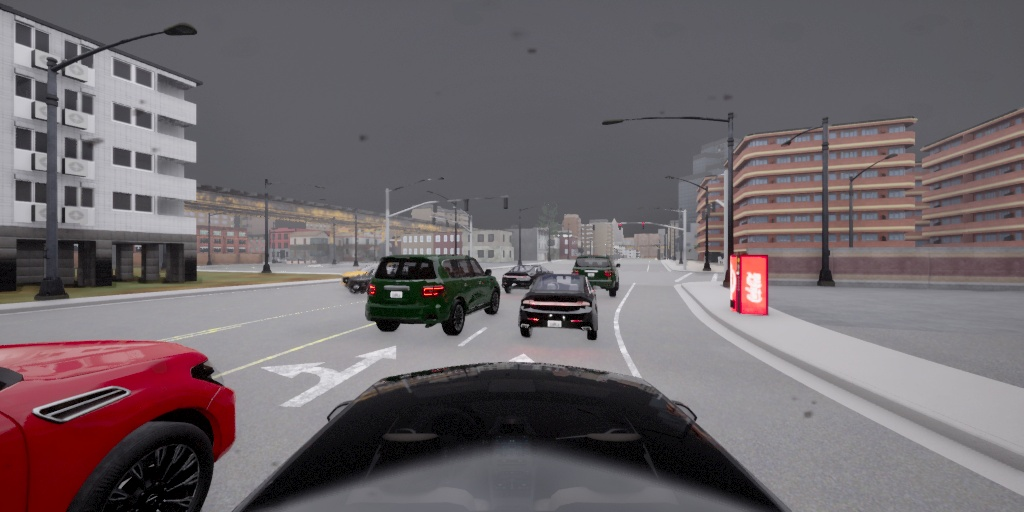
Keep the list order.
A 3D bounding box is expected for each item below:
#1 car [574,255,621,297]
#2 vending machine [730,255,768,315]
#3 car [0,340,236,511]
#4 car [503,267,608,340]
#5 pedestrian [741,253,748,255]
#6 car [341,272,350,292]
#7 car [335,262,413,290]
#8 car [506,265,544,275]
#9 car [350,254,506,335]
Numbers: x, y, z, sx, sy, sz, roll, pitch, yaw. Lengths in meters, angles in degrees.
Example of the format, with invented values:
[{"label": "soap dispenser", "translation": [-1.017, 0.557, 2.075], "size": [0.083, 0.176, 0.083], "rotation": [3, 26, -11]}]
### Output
[{"label": "car", "translation": [4.552, 0.971, 19.308], "size": [2.150, 2.045, 5.566], "rotation": [0, 0, 19]}, {"label": "vending machine", "translation": [7.810, 0.945, 11.819], "size": [1.100, 2.100, 0.880], "rotation": [0, 0, 20]}, {"label": "car", "translation": [-3.264, 0.971, 0.504], "size": [2.150, 2.045, 5.566], "rotation": [0, 0, -2]}, {"label": "car", "translation": [1.435, 1.242, 10.065], "size": [2.128, 1.511, 4.902], "rotation": [0, 0, 12]}, {"label": "pedestrian", "translation": [8.042, 0.795, 12.438], "size": [0.375, 1.860, 0.375], "rotation": [0, 0, 21]}, {"label": "car", "translation": [-6.688, 1.227, 19.734], "size": [1.882, 1.535, 5.008], "rotation": [0, 0, 20]}, {"label": "car", "translation": [-8.928, 1.227, 23.756], "size": [1.882, 1.535, 5.008], "rotation": [0, 0, 21]}, {"label": "car", "translation": [1.103, 1.242, 20.141], "size": [2.128, 1.511, 4.902], "rotation": [0, 0, 24]}, {"label": "car", "translation": [-1.999, 0.971, 10.775], "size": [2.150, 2.045, 5.566], "rotation": [0, 0, 14]}]
